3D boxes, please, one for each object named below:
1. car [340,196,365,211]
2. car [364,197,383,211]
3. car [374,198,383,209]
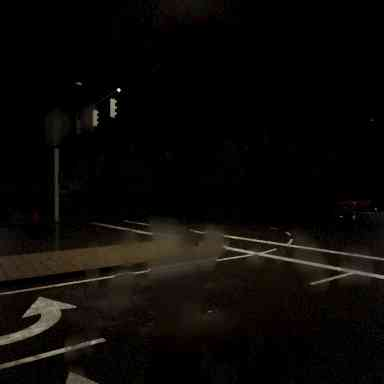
[{"bbox_3d":[20.409,1.352,41.405,4.553,1.767,2.097,0,0,-36],"label":"car"},{"bbox_3d":[22.821,1.547,38.873,5.357,1.411,2.033,0,0,-35],"label":"car"},{"bbox_3d":[27.424,1.564,46.433,4.181,1.385,1.994,0,0,-36],"label":"car"}]
